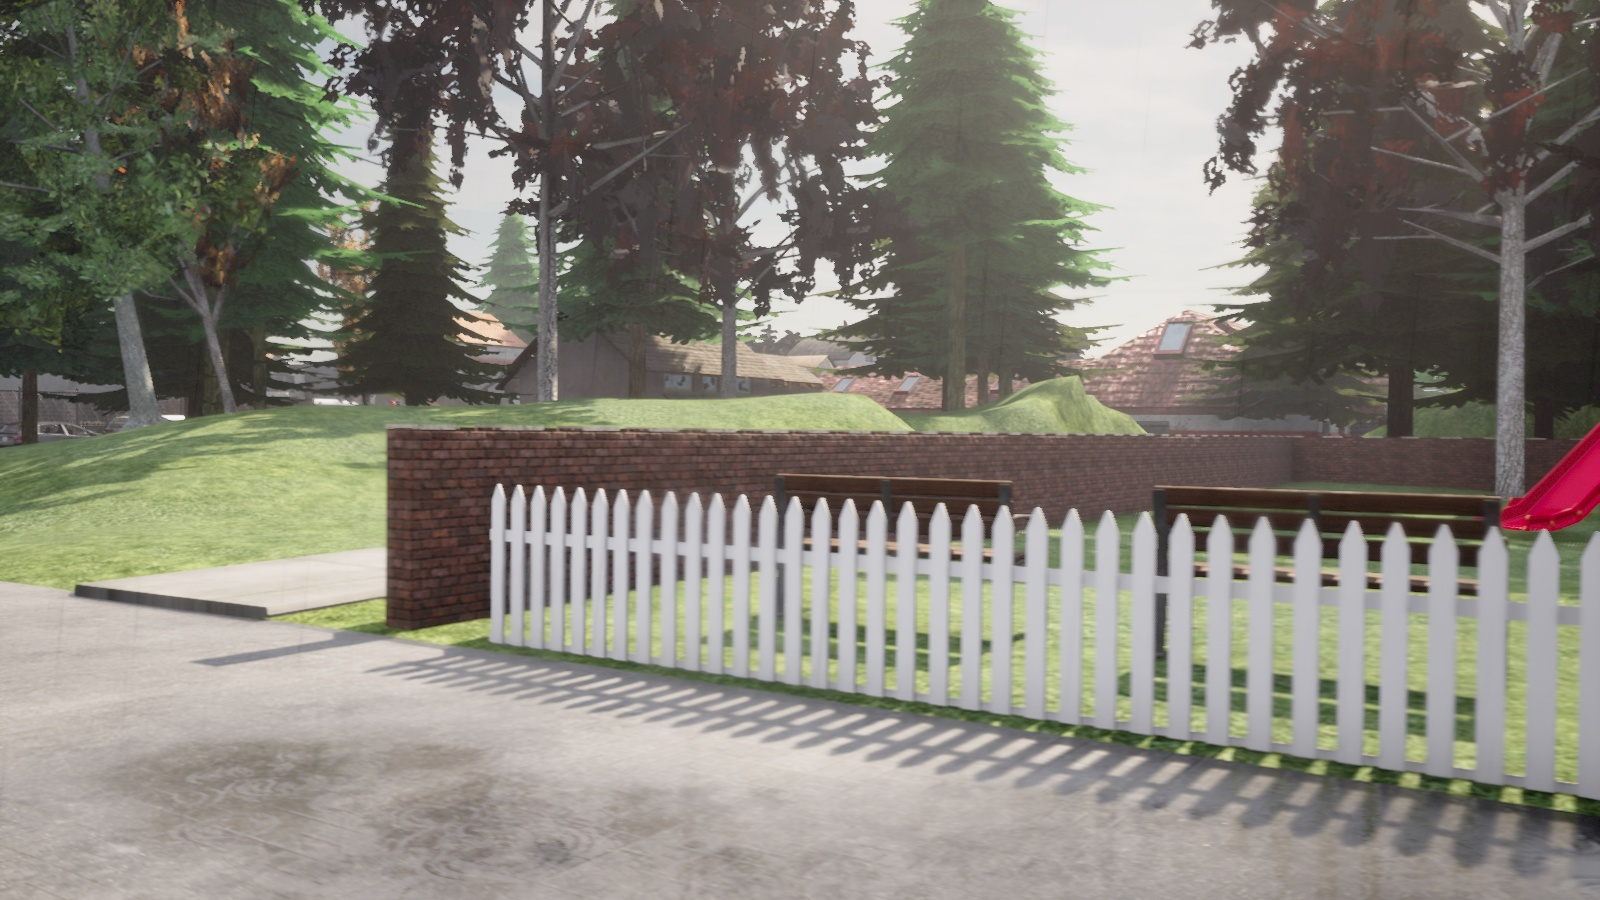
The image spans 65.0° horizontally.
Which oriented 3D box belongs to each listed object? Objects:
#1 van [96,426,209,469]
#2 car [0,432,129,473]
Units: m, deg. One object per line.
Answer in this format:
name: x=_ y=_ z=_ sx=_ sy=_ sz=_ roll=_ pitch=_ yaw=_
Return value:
van: x=-31.654 y=-0.139 z=61.518 sx=2.069 sy=2.038 sz=4.480 roll=0 pitch=1 yaw=34
car: x=-31.797 y=0.088 z=54.059 sx=2.242 sy=1.667 sz=4.611 roll=0 pitch=1 yaw=33
